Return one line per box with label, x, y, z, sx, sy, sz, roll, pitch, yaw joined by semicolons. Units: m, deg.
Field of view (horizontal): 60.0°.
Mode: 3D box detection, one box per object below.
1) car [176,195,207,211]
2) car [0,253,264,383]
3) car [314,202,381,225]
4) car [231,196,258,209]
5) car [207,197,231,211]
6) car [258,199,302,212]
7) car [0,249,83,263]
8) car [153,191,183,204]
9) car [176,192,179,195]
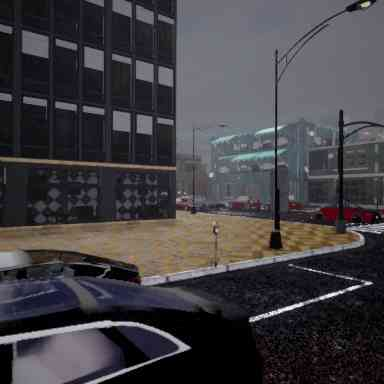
car;-0.765;1.230;33.686;1.802;1.307;4.206;1;0;-36
car;-1.645;1.490;2.197;4.902;1.511;2.128;0;0;-35
car;10.614;1.417;22.895;1.994;1.385;4.181;0;1;-40
car;5.997;1.130;38.639;1.967;1.590;4.097;1;0;-36
car;1.311;1.208;35.221;2.033;1.411;5.357;0;0;-36
car;9.273;1.340;34.163;1.802;1.307;4.206;1;0;-36
car;-2.753;1.566;4.592;4.313;1.339;1.947;0;0;-35
car;-3.831;0.793;52.060;2.192;1.841;5.009;1;0;-36
car;-0.559;1.100;47.586;2.008;1.369;4.403;1;0;-36
